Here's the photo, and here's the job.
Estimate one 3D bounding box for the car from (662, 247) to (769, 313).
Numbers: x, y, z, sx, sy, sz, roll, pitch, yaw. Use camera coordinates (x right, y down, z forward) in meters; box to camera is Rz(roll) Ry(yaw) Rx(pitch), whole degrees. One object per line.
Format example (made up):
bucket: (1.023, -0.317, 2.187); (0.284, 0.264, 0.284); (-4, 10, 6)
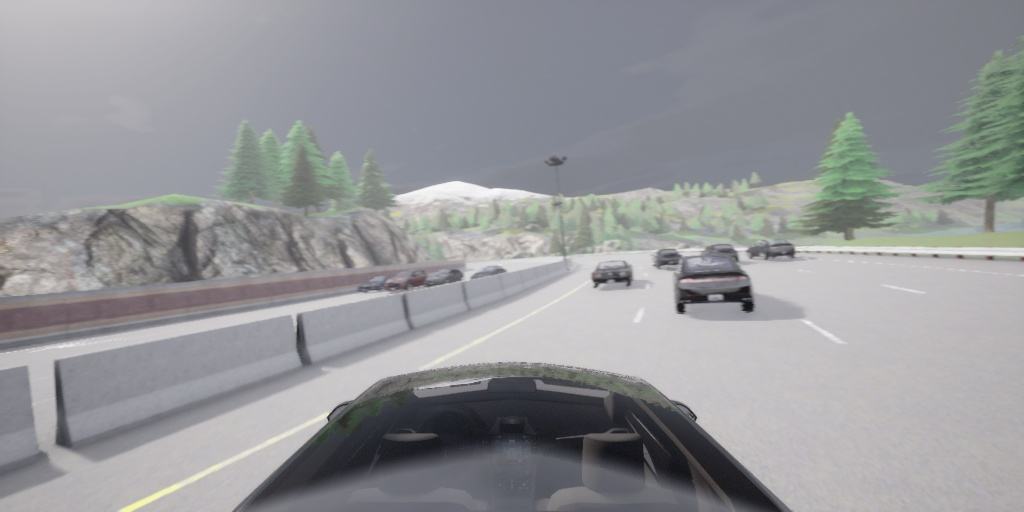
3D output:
car: (5.871, 0.709, 10.897); (2.128, 1.511, 4.902); (-5, 0, 24)

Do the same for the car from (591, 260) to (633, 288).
car: (5.507, 0.878, 19.376); (1.895, 1.301, 4.718); (-5, 0, 20)

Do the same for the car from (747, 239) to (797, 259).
car: (18.937, -0.485, 26.460); (2.128, 1.511, 4.902); (-5, 0, 16)

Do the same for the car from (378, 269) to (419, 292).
car: (-9.089, 2.049, 31.376); (2.097, 1.767, 4.553); (-5, 0, 18)

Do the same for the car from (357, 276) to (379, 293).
car: (-11.995, 2.529, 33.540); (2.033, 1.411, 5.357); (-5, 0, 18)

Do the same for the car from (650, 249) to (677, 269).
car: (12.270, 0.169, 28.572); (1.837, 1.490, 4.892); (-5, 0, 16)

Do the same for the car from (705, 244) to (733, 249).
car: (15.449, -0.138, 26.972); (1.837, 1.490, 4.892); (-4, 0, 16)

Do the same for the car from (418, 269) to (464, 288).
car: (-5.638, 1.875, 30.668); (1.837, 1.490, 4.892); (-5, 0, 18)

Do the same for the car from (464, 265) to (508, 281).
car: (-1.830, 1.556, 31.031); (2.033, 1.411, 5.357); (-5, 0, 17)
